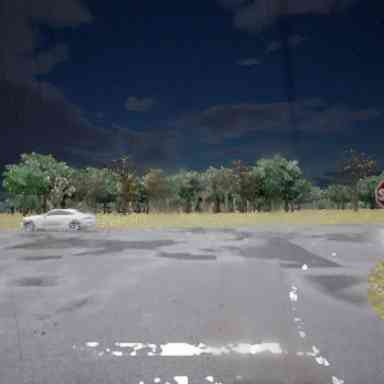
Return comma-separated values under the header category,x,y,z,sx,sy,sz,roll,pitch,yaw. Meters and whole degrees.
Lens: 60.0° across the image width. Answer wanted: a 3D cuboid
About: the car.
category,x,y,z,sx,sy,sz,roll,pitch,yaw
car,-8.558,1.820,21.569,4.674,1.442,1.812,0,-3,0
